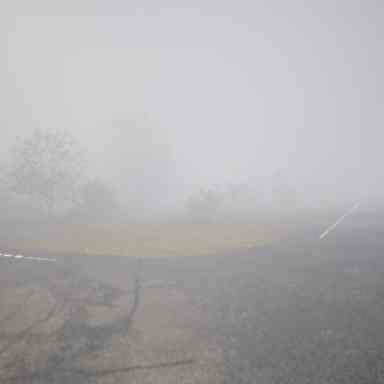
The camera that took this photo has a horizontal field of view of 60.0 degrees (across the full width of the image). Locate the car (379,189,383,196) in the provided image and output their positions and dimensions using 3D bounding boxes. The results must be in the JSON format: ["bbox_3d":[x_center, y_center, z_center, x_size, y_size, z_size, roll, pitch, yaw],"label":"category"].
[{"bbox_3d":[40.727,0.130,70.058,1.812,1.442,4.674,-3,0,37],"label":"car"}]
